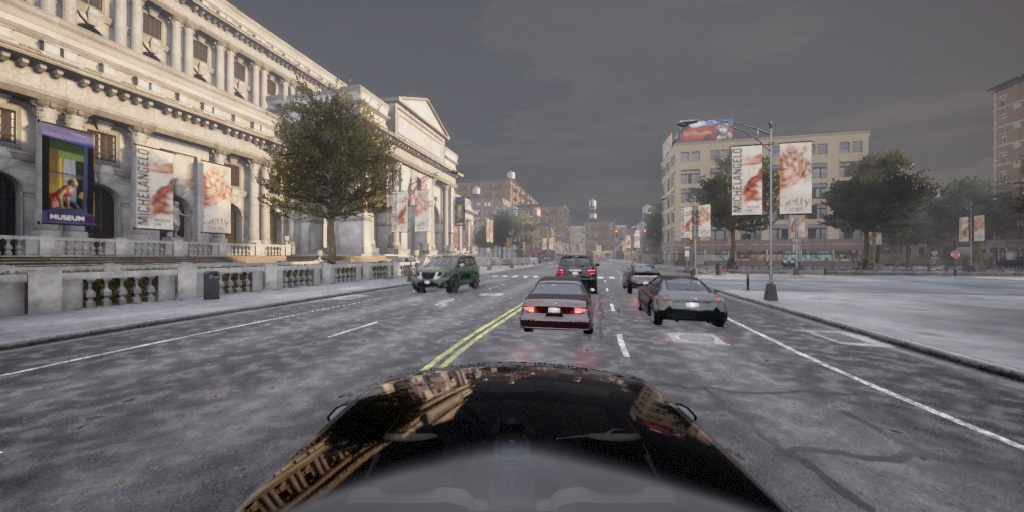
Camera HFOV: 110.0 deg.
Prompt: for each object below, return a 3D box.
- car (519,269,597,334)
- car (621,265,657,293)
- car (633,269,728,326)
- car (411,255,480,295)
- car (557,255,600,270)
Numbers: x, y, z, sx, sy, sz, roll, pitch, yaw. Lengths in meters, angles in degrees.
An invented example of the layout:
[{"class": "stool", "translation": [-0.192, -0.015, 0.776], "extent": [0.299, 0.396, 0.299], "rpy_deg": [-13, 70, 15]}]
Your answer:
[{"class": "car", "translation": [1.473, 1.297, 10.734], "extent": [2.033, 1.411, 5.357], "rpy_deg": [0, 0, 11]}, {"class": "car", "translation": [7.383, 1.241, 20.462], "extent": [2.128, 1.511, 4.902], "rpy_deg": [0, 0, 13]}, {"class": "car", "translation": [5.362, 1.313, 11.772], "extent": [1.994, 1.385, 4.181], "rpy_deg": [0, 0, 12]}, {"class": "car", "translation": [-3.565, 0.973, 20.524], "extent": [2.150, 2.045, 5.566], "rpy_deg": [0, 0, 14]}, {"class": "car", "translation": [3.821, 0.971, 20.710], "extent": [2.150, 2.045, 5.566], "rpy_deg": [0, 0, 14]}]
